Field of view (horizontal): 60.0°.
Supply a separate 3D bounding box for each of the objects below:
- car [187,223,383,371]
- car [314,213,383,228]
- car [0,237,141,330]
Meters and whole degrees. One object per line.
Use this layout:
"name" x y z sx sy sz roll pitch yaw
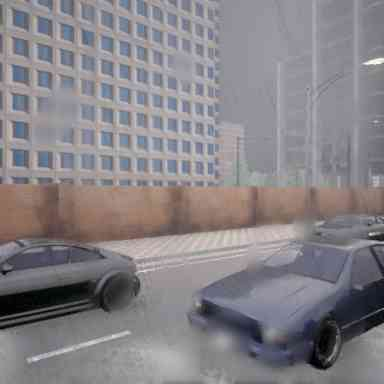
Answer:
"car" 2.517 1.547 5.931 5.357 1.411 2.033 0 0 -37
"car" 6.443 1.564 13.310 4.181 1.385 1.994 0 0 -37
"car" -3.062 1.564 6.088 4.181 1.385 1.994 0 0 -37
